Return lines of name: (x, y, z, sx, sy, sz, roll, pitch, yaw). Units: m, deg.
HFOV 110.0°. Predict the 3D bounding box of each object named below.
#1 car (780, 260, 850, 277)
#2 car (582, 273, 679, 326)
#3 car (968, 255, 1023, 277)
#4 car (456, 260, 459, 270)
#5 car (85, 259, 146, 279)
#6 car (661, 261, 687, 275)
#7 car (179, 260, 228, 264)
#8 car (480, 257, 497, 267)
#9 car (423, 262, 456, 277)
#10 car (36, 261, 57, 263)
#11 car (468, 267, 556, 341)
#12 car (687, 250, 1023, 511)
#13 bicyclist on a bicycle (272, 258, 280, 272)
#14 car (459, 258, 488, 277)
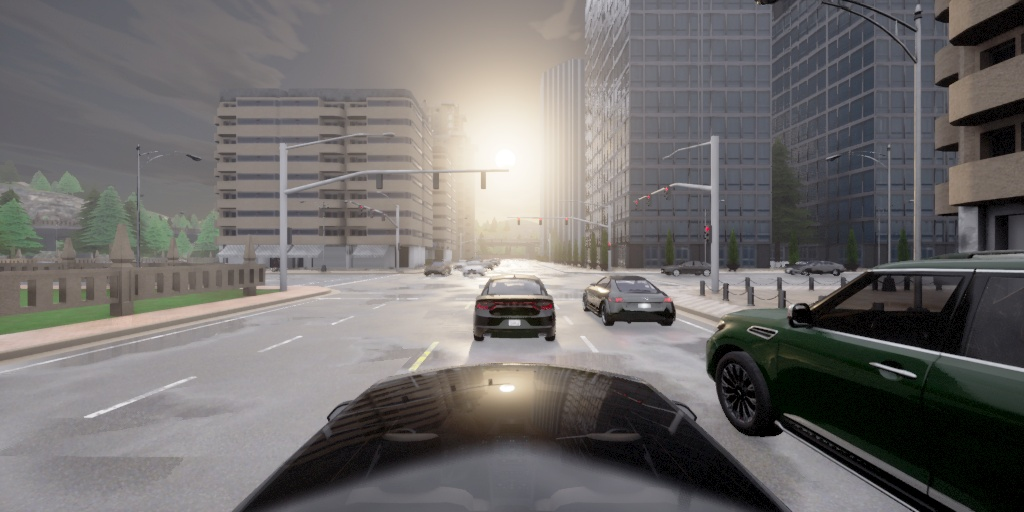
car: (29.136, 1.187, 34.594, 4.902, 1.511, 2.128, 0, 0, 0)
car: (3.577, 1.314, 11.663, 1.994, 1.385, 4.181, 0, 0, 0)
car: (47.988, 0.918, 34.446, 5.566, 2.045, 2.150, 0, 0, 1)
car: (-7.096, 1.275, 51.398, 1.812, 1.442, 4.674, 0, 0, 0)
car: (-32.678, 1.220, 29.220, 4.674, 1.442, 1.812, 0, 0, 15)
car: (16.974, 1.199, 34.665, 4.892, 1.490, 1.837, 0, 0, 0)
car: (-22.880, 1.220, 27.922, 4.674, 1.442, 1.812, 0, 0, 4)
car: (-3.600, 1.242, 50.665, 2.128, 1.511, 4.902, 0, 0, 0)
car: (-7.104, 1.258, 34.808, 2.033, 1.411, 5.357, 0, 0, 0)
car: (-44.625, 1.220, 34.377, 4.674, 1.442, 1.812, 0, 0, 34)
car: (0.068, 1.228, 9.885, 1.882, 1.535, 5.008, 0, 0, 0)
car: (3.601, 0.971, 2.309, 2.150, 2.045, 5.566, 0, 0, 0)
bicyclist on a bicycle: (-26.084, 0.995, 39.847, 0.582, 1.620, 1.656, 0, 0, 7)
car: (-3.603, 1.236, 34.348, 1.812, 1.442, 4.674, 0, 0, 0)
